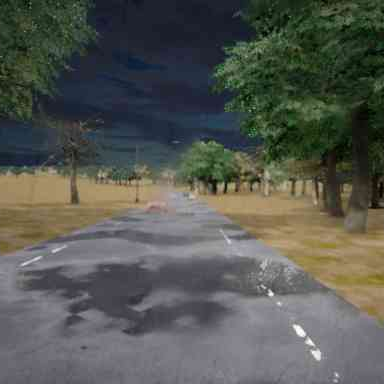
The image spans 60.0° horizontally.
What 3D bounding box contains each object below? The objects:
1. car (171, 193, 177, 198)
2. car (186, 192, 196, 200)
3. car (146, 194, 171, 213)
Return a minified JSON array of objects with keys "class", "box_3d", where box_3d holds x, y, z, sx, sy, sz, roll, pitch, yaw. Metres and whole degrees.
[{"class":"car","box_3d":[-4.547,1.061,78.228,1.812,1.442,4.674,0,1,-2]},{"class":"car","box_3d":[0.122,0.975,80.404,1.801,1.575,5.366,0,1,-2]},{"class":"car","box_3d":[-3.832,1.335,36.938,2.097,1.767,4.553,0,0,-1]}]
